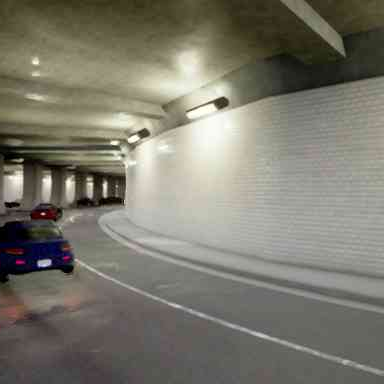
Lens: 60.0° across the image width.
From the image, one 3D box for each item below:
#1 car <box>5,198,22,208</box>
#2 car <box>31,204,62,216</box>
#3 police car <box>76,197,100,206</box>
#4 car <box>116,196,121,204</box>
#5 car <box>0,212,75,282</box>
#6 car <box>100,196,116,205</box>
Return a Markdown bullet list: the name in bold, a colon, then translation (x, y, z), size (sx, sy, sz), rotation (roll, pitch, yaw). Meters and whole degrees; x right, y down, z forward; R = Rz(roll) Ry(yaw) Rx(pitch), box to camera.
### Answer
- **car**: translation (-25.231, 1.664, 49.201), size (2.033, 1.411, 5.357), rotation (1, 0, 1)
- **car**: translation (-11.856, 1.652, 27.223), size (1.994, 1.385, 4.181), rotation (1, 0, -16)
- **police car**: translation (-18.702, 1.680, 58.932), size (1.930, 1.638, 5.238), rotation (1, 0, 5)
- **car**: translation (-17.428, 1.736, 74.741), size (2.097, 1.767, 4.553), rotation (1, 0, 5)
- **car**: translation (-4.878, 1.555, 9.931), size (1.812, 1.442, 4.674), rotation (1, 0, -35)
- **car**: translation (-17.909, 1.862, 68.789), size (1.812, 1.442, 4.674), rotation (1, 0, 5)
